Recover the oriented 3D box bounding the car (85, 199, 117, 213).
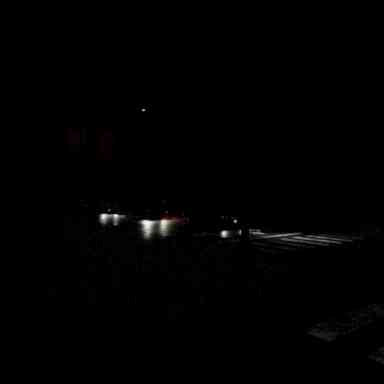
[{"bbox_3d":[-10.475,1.741,38.867,1.895,1.301,4.718,0,0,-36],"label":"car"}]

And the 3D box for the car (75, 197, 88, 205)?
[{"bbox_3d":[-21.818,1.760,66.155,1.837,1.490,4.892,0,0,-36],"label":"car"}]

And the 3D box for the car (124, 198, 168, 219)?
[{"bbox_3d":[-4.575,1.579,30.631,1.882,1.535,5.008,0,0,-35],"label":"car"}]

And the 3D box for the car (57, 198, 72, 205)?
[{"bbox_3d":[-24.900,1.818,64.875,1.994,1.385,4.181,0,0,-36],"label":"car"}]

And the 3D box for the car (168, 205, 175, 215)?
[{"bbox_3d":[-3.838,1.723,35.523,1.895,1.301,4.718,0,0,-36],"label":"car"}]

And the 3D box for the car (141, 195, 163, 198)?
[{"bbox_3d":[-5.609,1.378,43.565,2.150,2.045,5.566,0,0,-36],"label":"car"}]

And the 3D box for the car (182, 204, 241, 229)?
[{"bbox_3d":[1.245,1.554,22.519,2.128,1.511,4.902,0,0,-36],"label":"car"}]
